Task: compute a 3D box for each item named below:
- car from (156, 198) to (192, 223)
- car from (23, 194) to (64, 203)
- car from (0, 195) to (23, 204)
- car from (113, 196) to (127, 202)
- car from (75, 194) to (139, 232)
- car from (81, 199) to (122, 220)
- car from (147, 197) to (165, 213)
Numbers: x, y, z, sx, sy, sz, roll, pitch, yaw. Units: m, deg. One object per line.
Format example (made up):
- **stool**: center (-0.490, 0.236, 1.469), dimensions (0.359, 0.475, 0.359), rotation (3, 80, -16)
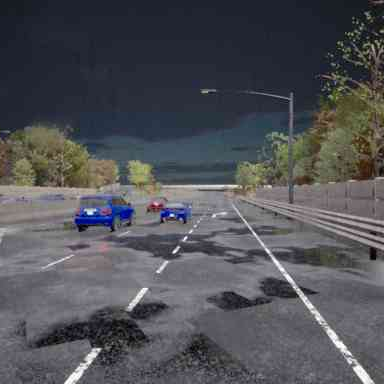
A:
- **car**: center (-1.133, 1.479, 25.287), dimensions (1.882, 1.535, 5.008), rotation (0, -1, 5)
- **car**: center (-17.525, 1.227, 40.375), dimensions (2.150, 2.045, 5.566), rotation (0, 0, 5)
- **car**: center (-21.130, 1.482, 39.400), dimensions (1.882, 1.535, 5.008), rotation (0, 0, 5)
- **car**: center (-17.322, 1.615, 79.904), dimensions (1.895, 1.301, 4.718), rotation (0, 0, 5)
- **car**: center (-5.113, 1.221, 20.205), dimensions (2.150, 2.045, 5.566), rotation (0, 0, 5)
- **car**: center (-7.799, 1.479, 29.241), dimensions (1.882, 1.535, 5.008), rotation (0, 0, 5)
- **car**: center (-3.554, 1.355, 37.236), dimensions (2.097, 1.767, 4.553), rotation (0, 0, 5)
